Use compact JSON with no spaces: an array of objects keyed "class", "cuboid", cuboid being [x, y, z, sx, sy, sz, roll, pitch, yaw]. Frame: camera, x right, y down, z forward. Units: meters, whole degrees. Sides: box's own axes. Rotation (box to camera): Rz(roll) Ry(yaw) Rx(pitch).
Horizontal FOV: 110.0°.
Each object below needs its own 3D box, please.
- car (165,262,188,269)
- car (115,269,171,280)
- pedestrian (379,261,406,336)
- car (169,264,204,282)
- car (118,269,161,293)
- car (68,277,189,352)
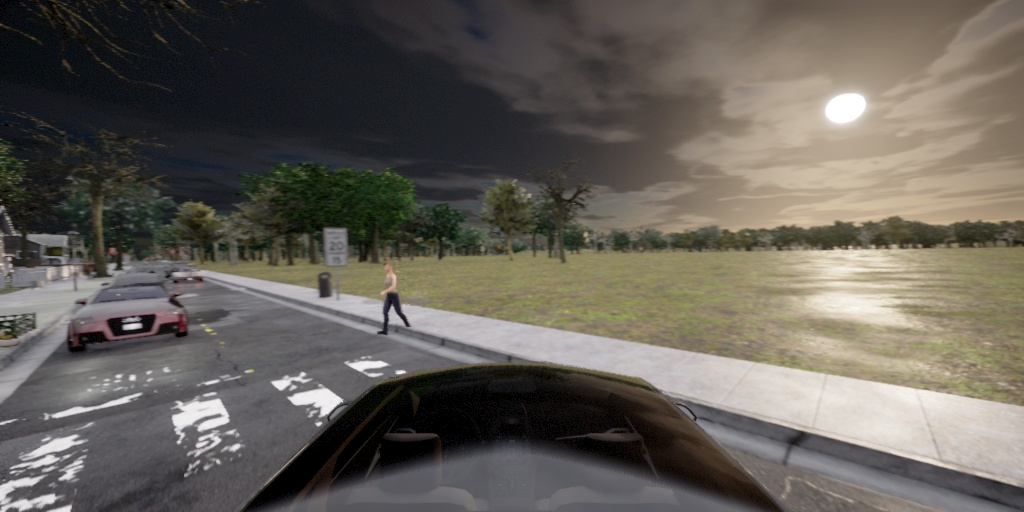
[{"class":"car","cuboid":[-36.098,1.483,38.877,4.553,1.767,2.097,-1,1,44]},{"class":"car","cuboid":[-17.508,1.497,16.792,4.892,1.490,1.837,0,2,44]},{"class":"pedestrian","cuboid":[-2.953,1.010,8.798,0.375,1.860,0.375,-2,0,44]},{"class":"car","cuboid":[-28.802,1.651,31.839,4.718,1.301,1.895,-1,1,45]},{"class":"car","cuboid":[-26.343,1.694,25.420,4.718,1.301,1.895,-1,1,44]},{"class":"car","cuboid":[-10.227,1.473,9.688,4.181,1.385,1.994,-1,1,44]}]
